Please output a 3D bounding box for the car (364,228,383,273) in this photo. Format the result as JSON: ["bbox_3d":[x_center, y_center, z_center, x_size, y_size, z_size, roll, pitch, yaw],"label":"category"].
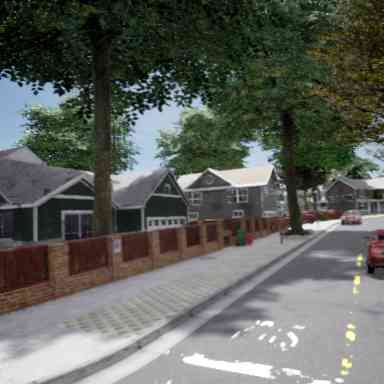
[{"bbox_3d":[7.359,2.007,12.012,1.812,1.442,4.674,-5,-4,29],"label":"car"}]

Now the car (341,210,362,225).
[{"bbox_3d":[19.479,3.042,40.608,2.097,1.767,4.553,-5,-4,30],"label":"car"}]
